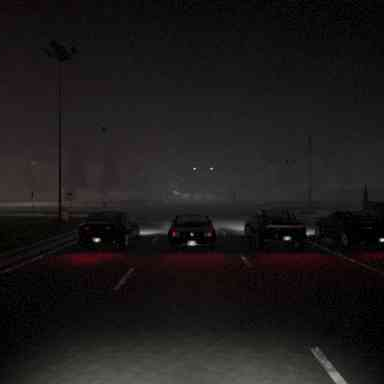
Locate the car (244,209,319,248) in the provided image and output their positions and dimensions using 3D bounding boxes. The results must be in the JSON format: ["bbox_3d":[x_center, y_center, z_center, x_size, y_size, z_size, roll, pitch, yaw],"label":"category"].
[{"bbox_3d":[3.500,1.492,14.650,2.128,1.511,4.902,0,0,0],"label":"car"}]

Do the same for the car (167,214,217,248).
[{"bbox_3d":[0.000,1.613,14.680,1.895,1.301,4.718,0,0,0],"label":"car"}]

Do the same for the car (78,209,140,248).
[{"bbox_3d":[-3.500,1.513,14.650,1.837,1.490,4.892,0,0,0],"label":"car"}]

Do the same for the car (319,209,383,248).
[{"bbox_3d":[7.000,1.514,14.650,1.837,1.490,4.892,0,0,0],"label":"car"}]
